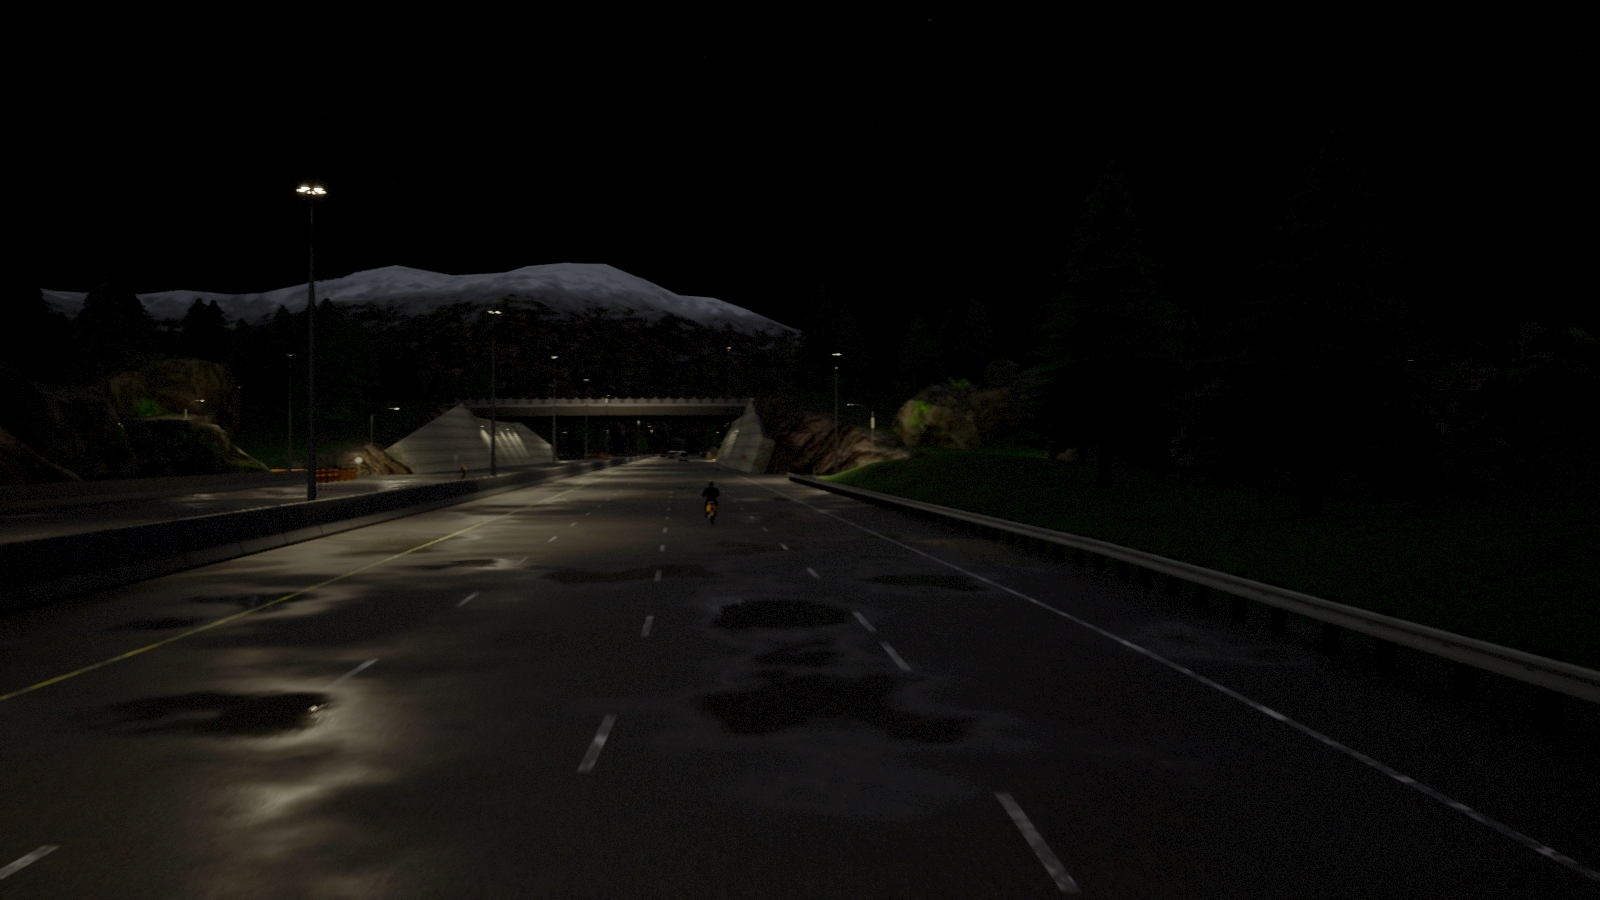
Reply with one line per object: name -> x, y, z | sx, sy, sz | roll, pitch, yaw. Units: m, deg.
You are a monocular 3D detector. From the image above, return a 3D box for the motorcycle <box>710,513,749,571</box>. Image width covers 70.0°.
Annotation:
motorcycle -> -1.702, 2.185, 27.317 | 0.856, 1.236, 1.805 | 0, 0, -6
